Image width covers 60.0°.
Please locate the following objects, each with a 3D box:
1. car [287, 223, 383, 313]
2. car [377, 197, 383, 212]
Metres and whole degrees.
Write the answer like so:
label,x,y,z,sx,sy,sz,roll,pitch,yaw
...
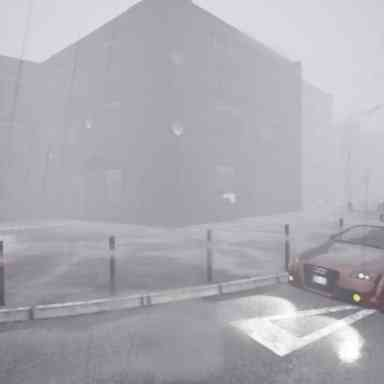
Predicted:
label,x,y,z,sx,sy,sz,roll,pitch,yaw
car,4.058,1.398,7.156,4.181,1.385,1.994,-1,1,-31
car,15.712,0.708,23.539,4.553,1.767,2.185,0,2,41
